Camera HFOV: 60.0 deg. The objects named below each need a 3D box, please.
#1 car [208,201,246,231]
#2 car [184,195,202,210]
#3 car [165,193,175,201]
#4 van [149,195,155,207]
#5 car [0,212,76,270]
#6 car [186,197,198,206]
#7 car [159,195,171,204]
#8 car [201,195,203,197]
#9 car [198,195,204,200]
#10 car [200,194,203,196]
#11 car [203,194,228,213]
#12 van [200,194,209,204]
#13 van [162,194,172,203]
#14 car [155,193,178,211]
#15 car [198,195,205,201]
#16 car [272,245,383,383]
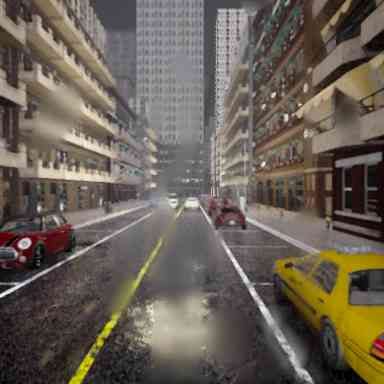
[{"bbox_3d":[2.218,1.523,20.655,1.812,1.442,4.674,0,0,0],"label":"car"},{"bbox_3d":[0.018,1.518,42.150,1.812,1.442,4.674,0,0,0],"label":"car"},{"bbox_3d":[-5.358,1.293,82.978,2.192,1.841,5.009,-1,0,0],"label":"car"},{"bbox_3d":[-5.345,1.332,49.684,1.690,1.788,3.998,-1,0,0],"label":"van"},{"bbox_3d":[-5.330,1.439,10.840,1.967,1.590,4.097,-1,0,0],"label":"car"},{"bbox_3d":[-0.020,1.515,54.822,1.812,1.442,4.674,0,0,0],"label":"car"},{"bbox_3d":[-5.350,1.426,66.331,1.967,1.590,4.097,-1,0,0],"label":"car"},{"bbox_3d":[2.537,1.516,49.876,1.752,1.417,4.829,-1,0,0],"label":"car"},{"bbox_3d":[2.521,1.498,94.269,1.752,1.417,4.829,-1,0,0],"label":"car"},{"bbox_3d":[2.534,1.430,55.255,1.967,1.590,4.097,-1,0,0],"label":"car"},{"bbox_3d":[2.541,1.310,33.059,2.192,1.841,5.009,-1,0,0],"label":"car"},{"bbox_3d":[2.529,1.327,66.353,1.690,1.788,3.998,-1,0,0],"label":"van"},{"bbox_3d":[-5.353,1.324,71.880,1.690,1.788,3.998,-1,0,0],"label":"van"},{"bbox_3d":[-2.858,1.216,41.178,2.150,2.045,5.566,0,0,0],"label":"car"},{"bbox_3d":[2.523,1.520,88.550,1.887,1.381,4.507,-1,0,0],"label":"car"},{"bbox_3d":[2.553,1.525,5.484,1.752,1.417,4.829,-1,0,0],"label":"car"}]
